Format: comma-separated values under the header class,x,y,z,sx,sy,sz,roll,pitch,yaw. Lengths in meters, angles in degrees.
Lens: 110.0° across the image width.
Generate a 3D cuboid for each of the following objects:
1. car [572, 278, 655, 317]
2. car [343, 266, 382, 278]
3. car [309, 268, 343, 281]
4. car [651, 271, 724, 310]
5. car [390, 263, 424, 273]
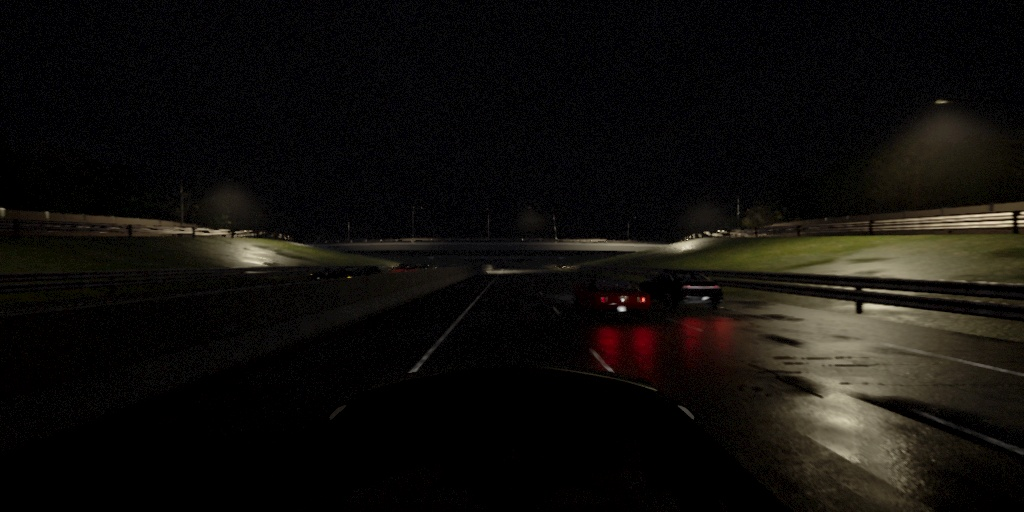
class,x,y,z,sx,sy,sz,roll,pitch,yaw
car,3.583,1.479,13.904,1.895,1.301,4.718,0,-1,0
car,-14.194,1.691,34.901,1.837,1.490,4.892,0,-1,0
car,-17.695,1.788,34.981,1.895,1.301,4.718,0,-1,0
car,7.077,1.389,15.593,2.128,1.511,4.902,0,-1,0
car,-10.700,1.555,36.179,2.097,1.767,4.553,0,-1,0
